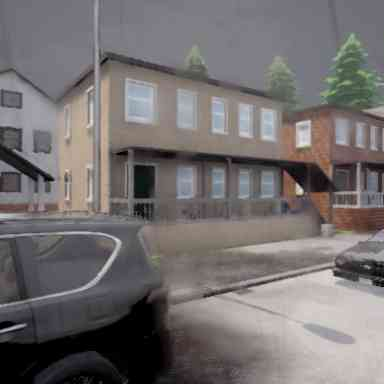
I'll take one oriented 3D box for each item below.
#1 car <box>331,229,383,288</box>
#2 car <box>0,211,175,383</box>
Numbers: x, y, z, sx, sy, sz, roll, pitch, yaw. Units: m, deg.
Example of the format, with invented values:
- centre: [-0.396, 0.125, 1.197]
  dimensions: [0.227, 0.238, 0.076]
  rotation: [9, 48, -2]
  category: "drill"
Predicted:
- centre: [6.003, 1.591, 8.907]
  dimensions: [5.357, 1.411, 2.033]
  rotation: [0, 0, -36]
  category: "car"
- centre: [-2.775, 1.227, 2.620]
  dimensions: [5.566, 2.045, 2.150]
  rotation: [1, 0, -36]
  category: "car"
